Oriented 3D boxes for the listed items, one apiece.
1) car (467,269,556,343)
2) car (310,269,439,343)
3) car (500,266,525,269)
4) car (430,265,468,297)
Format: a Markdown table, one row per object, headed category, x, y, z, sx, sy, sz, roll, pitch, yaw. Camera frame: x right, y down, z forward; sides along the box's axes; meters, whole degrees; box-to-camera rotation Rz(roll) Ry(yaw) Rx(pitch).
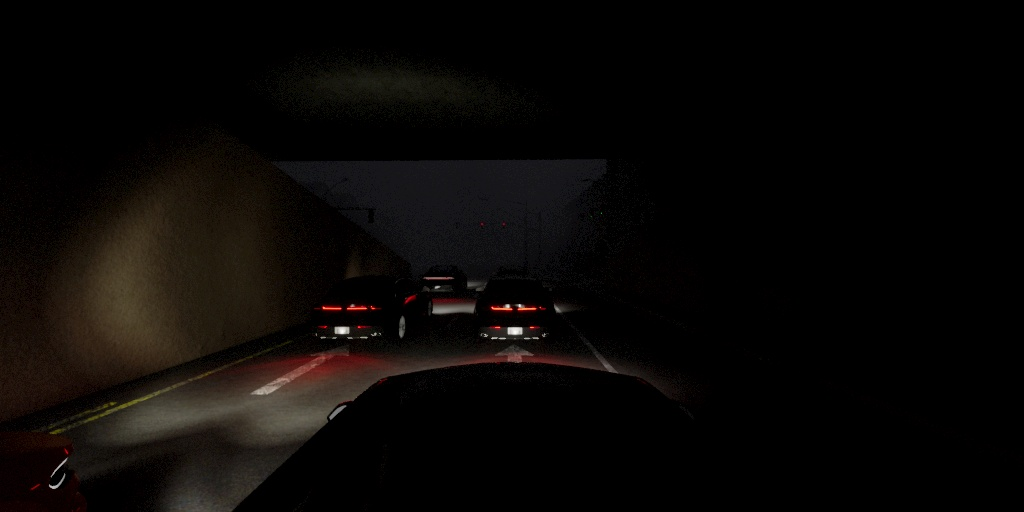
| category | x | y | z | sx | sy | sz | roll | pitch | yaw |
| --- | --- | --- | --- | --- | --- | --- | --- | --- | --- |
| car | 0.054 | 1.255 | 9.609 | 1.837 | 1.490 | 4.892 | 0 | 0 | 0 |
| car | -3.446 | 1.255 | 9.667 | 1.837 | 1.490 | 4.892 | 0 | 0 | 0 |
| car | 0.015 | 1.255 | 19.019 | 1.837 | 1.490 | 4.892 | 0 | 0 | 0 |
| car | -3.481 | 1.242 | 18.984 | 2.128 | 1.511 | 4.902 | 0 | 0 | -1 |
